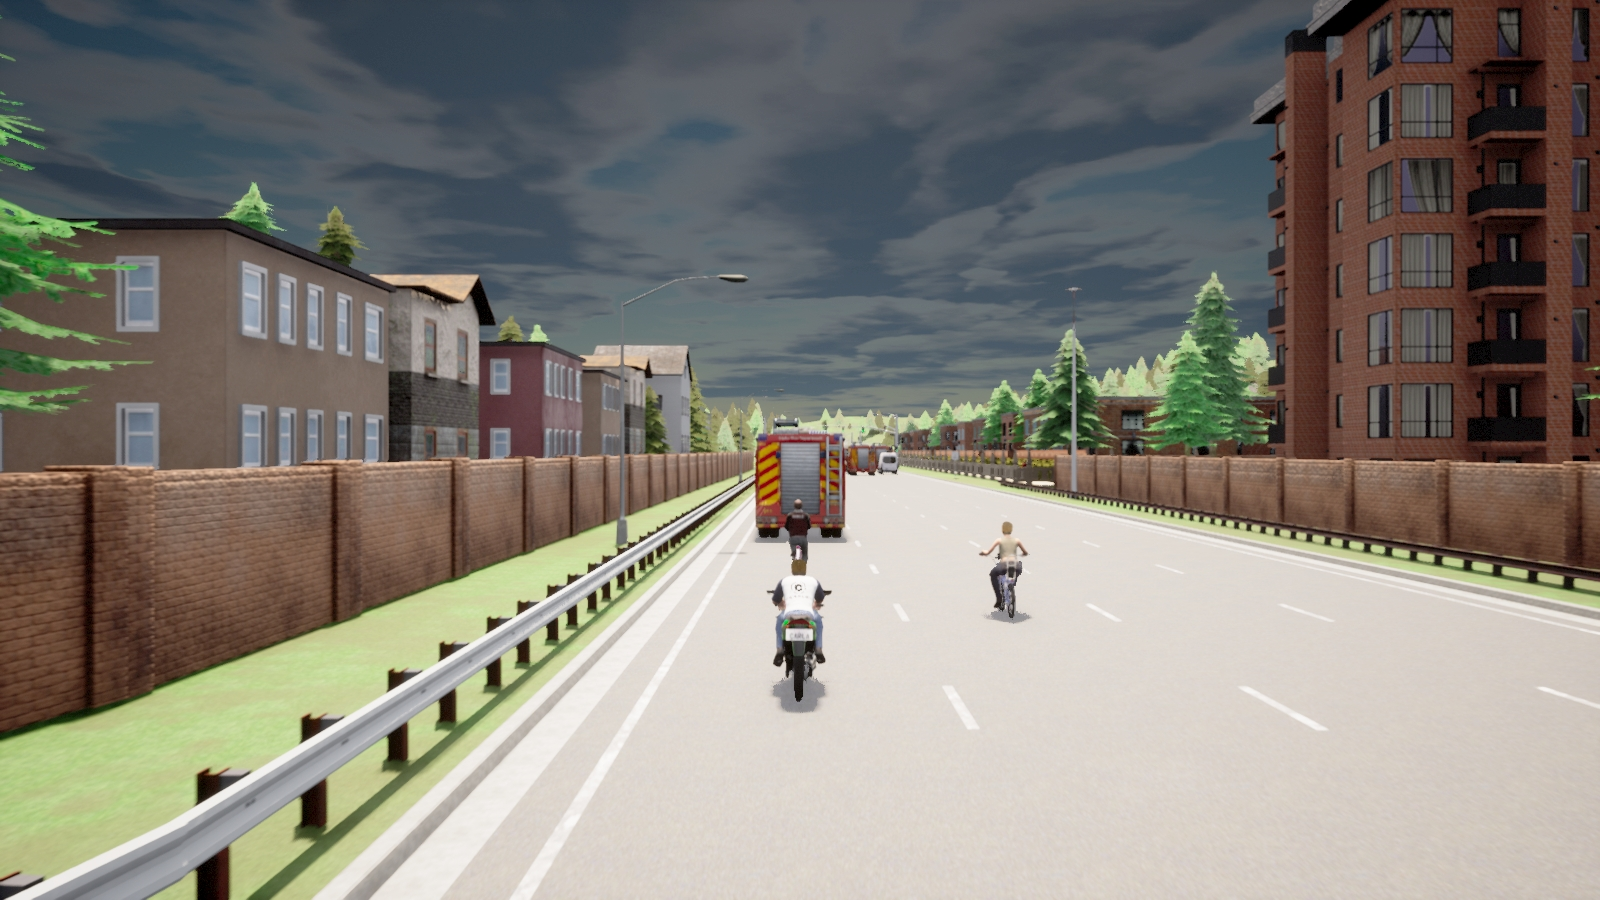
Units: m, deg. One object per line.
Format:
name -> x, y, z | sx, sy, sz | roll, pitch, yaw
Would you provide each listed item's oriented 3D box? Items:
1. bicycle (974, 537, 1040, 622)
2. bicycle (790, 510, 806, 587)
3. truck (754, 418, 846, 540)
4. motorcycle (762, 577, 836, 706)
bicycle -> 3.502, 2.170, 19.428 | 0.859, 1.277, 1.487 | 0, 0, 0
bicycle -> -0.039, 2.074, 24.431 | 0.329, 1.471, 1.835 | 0, 0, 0
truck -> -0.002, 0.914, 40.247 | 2.891, 3.827, 8.468 | 0, 0, 0
motorcycle -> -0.010, 2.193, 13.418 | 0.803, 1.199, 2.033 | 0, -1, 0
